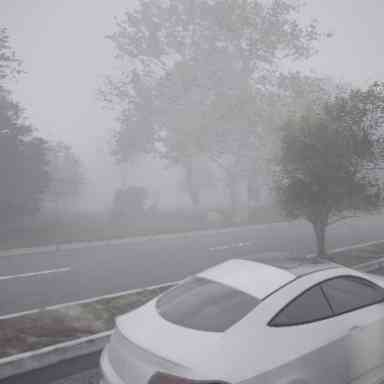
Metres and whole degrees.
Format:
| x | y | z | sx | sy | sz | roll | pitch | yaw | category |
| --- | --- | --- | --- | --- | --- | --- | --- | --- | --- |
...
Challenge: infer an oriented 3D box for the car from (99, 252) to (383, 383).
| x | y | z | sx | sy | sz | roll | pitch | yaw | category |
| --- | --- | --- | --- | --- | --- | --- | --- | --- | --- |
| 1.268 | 1.497 | 4.036 | 4.674 | 1.442 | 1.812 | -1 | 0 | -35 | car |
